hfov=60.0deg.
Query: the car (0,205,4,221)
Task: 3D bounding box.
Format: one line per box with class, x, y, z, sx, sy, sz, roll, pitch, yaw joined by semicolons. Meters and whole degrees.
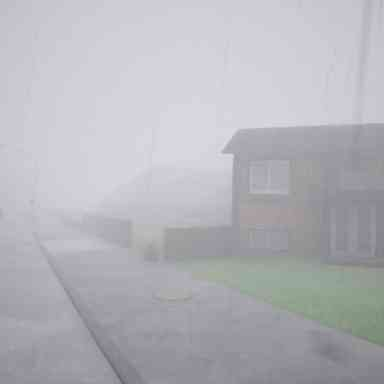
car;-25.720;2.492;41.520;5.566;2.045;2.150;0;-3;34
